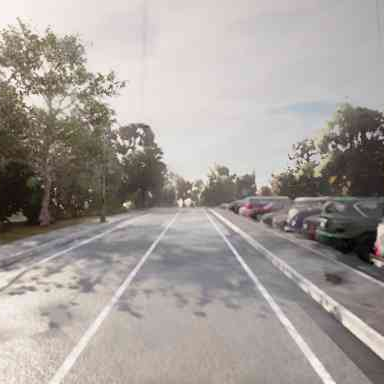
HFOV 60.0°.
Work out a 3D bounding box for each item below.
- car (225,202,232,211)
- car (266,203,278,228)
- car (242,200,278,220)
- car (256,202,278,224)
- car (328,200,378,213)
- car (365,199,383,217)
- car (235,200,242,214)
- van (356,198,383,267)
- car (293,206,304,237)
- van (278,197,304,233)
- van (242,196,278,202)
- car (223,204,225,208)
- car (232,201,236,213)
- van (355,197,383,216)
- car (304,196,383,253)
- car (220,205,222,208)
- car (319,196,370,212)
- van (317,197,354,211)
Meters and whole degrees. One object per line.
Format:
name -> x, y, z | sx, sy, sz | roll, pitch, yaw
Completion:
car -> 7.079, 1.514, 38.992 | 5.566, 2.045, 2.435 | 0, -1, 0
car -> 7.078, 1.570, 19.556 | 4.674, 1.452, 2.002 | 0, -1, 0
car -> 7.094, 1.631, 27.885 | 5.008, 1.535, 2.097 | 0, -1, 0
car -> 7.050, 1.593, 22.334 | 4.792, 1.488, 2.163 | 0, -1, 0
car -> 20.006, 1.794, 41.525 | 5.366, 1.575, 1.946 | 0, -1, 0
car -> 20.146, 1.569, 33.219 | 4.553, 1.767, 2.185 | 0, -1, 0
car -> 7.100, 1.738, 33.436 | 4.674, 1.452, 2.002 | 0, -1, 0
van -> 6.941, 1.229, 8.472 | 4.442, 1.987, 1.878 | 0, 0, 0
car -> 7.096, 1.492, 13.998 | 4.792, 1.488, 2.163 | 0, 0, 0
van -> 6.954, 1.270, 16.784 | 4.442, 1.987, 1.878 | 0, -1, 0
van -> 7.210, 1.439, 30.663 | 4.442, 1.987, 1.878 | 0, -1, 0
car -> 7.122, 1.842, 44.536 | 5.008, 1.535, 2.097 | 0, -1, 0
car -> 7.132, 1.761, 36.212 | 4.792, 1.488, 2.163 | 0, -1, 0
van -> 20.299, 1.502, 35.990 | 4.442, 1.987, 1.878 | 0, -1, 0
car -> 7.090, 1.193, 11.247 | 5.566, 2.045, 2.435 | 0, 0, 0
car -> 6.939, 1.946, 50.077 | 5.366, 1.575, 1.946 | 0, -1, 0
car -> 20.223, 1.585, 44.297 | 5.566, 2.045, 2.435 | 0, -1, 0
van -> 20.318, 1.662, 47.188 | 4.442, 1.987, 1.878 | 0, -1, 0
